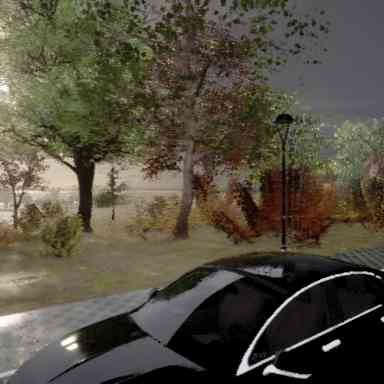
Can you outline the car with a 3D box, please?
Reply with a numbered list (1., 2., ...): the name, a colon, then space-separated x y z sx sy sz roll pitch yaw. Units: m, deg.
1. car: 0.719 1.501 3.535 4.892 1.490 1.837 0 0 -35
